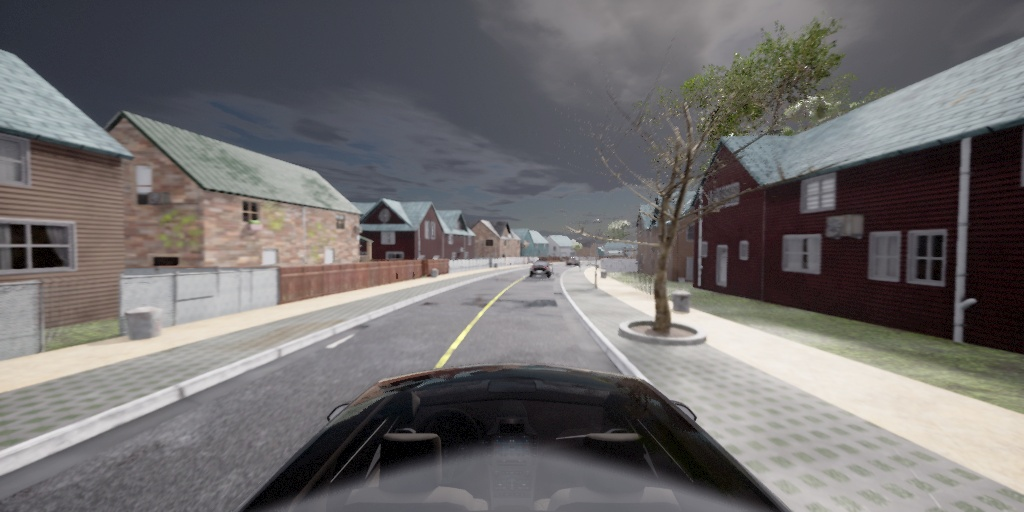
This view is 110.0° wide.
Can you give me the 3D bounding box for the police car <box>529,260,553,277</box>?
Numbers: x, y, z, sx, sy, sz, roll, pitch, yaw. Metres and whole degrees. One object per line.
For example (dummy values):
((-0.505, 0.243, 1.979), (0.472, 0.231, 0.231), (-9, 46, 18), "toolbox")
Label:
((2.891, 1.205, 34.501), (2.038, 1.542, 4.974), (0, 0, 10), "police car")
